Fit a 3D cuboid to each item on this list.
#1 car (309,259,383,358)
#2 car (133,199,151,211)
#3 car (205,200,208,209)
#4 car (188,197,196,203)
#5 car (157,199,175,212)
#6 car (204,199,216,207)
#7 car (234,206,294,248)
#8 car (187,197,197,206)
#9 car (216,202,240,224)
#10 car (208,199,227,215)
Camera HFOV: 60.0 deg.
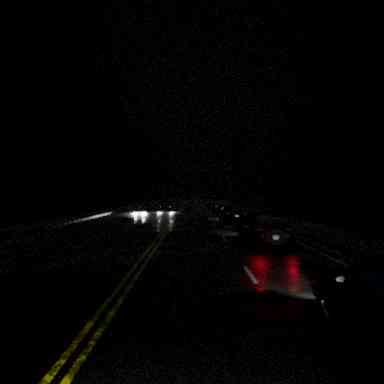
[{"bbox_3d":[3.249,1.567,4.175,2.033,1.411,5.357,0,0,0],"label":"car"},{"bbox_3d":[-6.602,1.747,43.982,2.128,1.511,4.902,0,0,0],"label":"car"},{"bbox_3d":[3.231,1.850,48.176,1.994,1.385,4.181,0,0,0],"label":"car"},{"bbox_3d":[-0.034,2.011,87.277,2.033,1.411,5.357,0,-1,0],"label":"car"},{"bbox_3d":[-3.352,1.756,43.336,1.837,1.490,4.892,0,0,0],"label":"car"},{"bbox_3d":[3.227,1.974,59.207,1.895,1.301,4.718,0,0,0],"label":"car"},{"bbox_3d":[3.245,1.602,15.175,1.812,1.442,4.674,0,0,0],"label":"car"},{"bbox_3d":[-0.026,1.994,67.407,2.033,1.411,5.357,0,-1,0],"label":"car"},{"bbox_3d":[3.240,1.705,26.175,1.994,1.385,4.181,0,0,0],"label":"car"},{"bbox_3d":[3.236,1.715,37.206,2.163,1.488,4.792,0,0,0],"label":"car"}]
